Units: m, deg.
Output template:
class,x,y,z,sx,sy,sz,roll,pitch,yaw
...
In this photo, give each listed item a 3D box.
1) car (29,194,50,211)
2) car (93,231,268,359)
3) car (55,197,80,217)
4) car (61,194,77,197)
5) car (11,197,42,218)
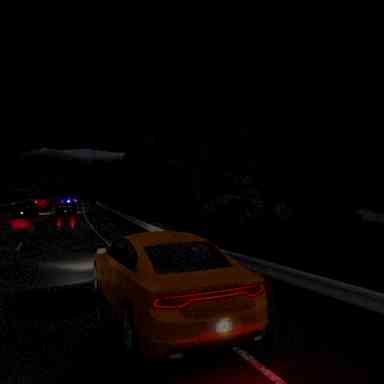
class,x,y,z,sx,sy,sz,roll,pitch,yaw
car,-18.458,1.221,40.062,2.150,2.045,5.566,0,0,-19
car,-0.640,1.478,6.295,1.882,1.535,5.008,0,0,-25
car,-11.882,1.491,31.546,2.128,1.511,4.902,0,0,-19
car,-15.290,1.221,41.449,2.150,2.045,5.566,0,0,-18
car,-15.059,1.505,30.161,1.837,1.490,4.892,0,0,-19
